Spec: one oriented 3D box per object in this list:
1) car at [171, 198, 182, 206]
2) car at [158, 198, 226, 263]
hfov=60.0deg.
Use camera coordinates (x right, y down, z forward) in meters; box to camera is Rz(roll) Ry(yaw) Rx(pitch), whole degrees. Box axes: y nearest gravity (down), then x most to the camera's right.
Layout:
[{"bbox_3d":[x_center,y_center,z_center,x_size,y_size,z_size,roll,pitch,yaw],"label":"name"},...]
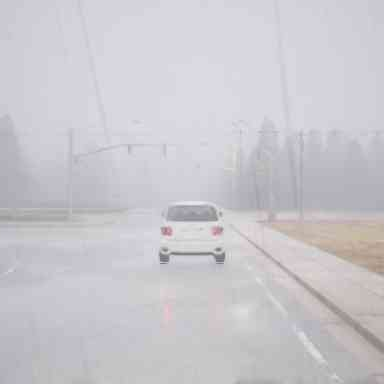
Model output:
[{"bbox_3d":[-3.382,2.172,73.893,2.128,1.511,4.902,0,0,1],"label":"car"},{"bbox_3d":[0.008,1.336,12.559,2.150,2.045,5.566,0,0,0],"label":"car"}]
